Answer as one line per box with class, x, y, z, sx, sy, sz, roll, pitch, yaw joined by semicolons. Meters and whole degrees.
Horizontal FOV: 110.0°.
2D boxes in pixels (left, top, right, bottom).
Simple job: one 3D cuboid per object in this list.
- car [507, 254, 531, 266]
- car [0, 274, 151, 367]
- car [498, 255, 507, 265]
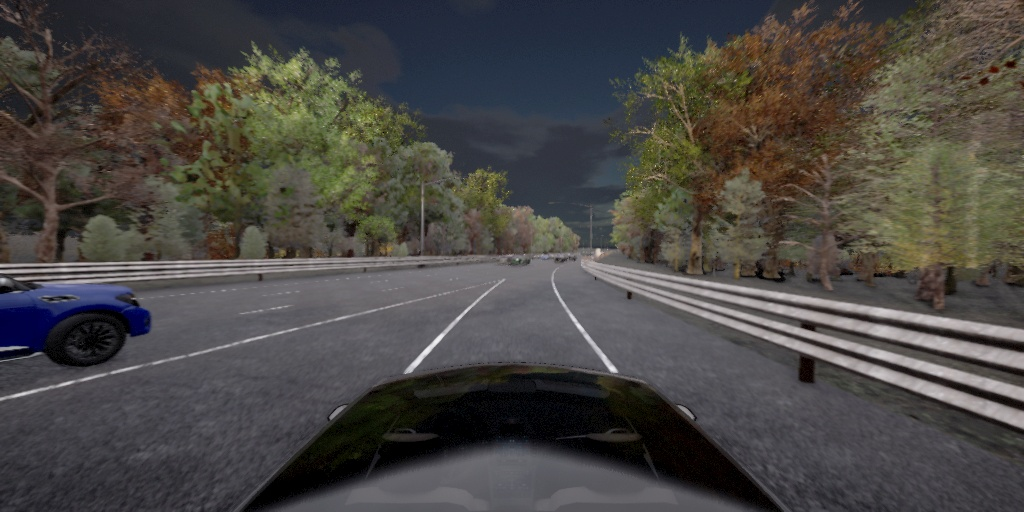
car;1.321;0.549;52.795;2.097;1.767;4.553;1;1;16
car;-8.661;0.881;4.732;2.150;2.045;5.566;1;1;16
car;-0.888;0.594;57.848;2.128;1.511;4.902;1;1;16
